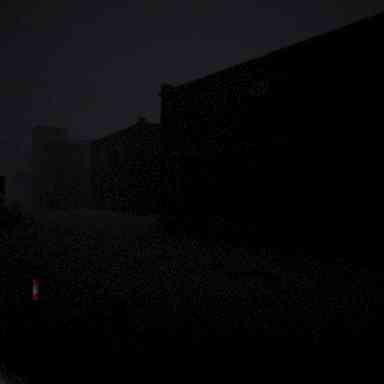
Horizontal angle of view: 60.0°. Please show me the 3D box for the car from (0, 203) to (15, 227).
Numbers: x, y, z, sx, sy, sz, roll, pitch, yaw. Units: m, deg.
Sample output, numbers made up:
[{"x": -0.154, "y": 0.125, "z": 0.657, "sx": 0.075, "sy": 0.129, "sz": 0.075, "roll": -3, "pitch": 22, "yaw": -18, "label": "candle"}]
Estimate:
[{"x": -16.952, "y": 1.637, "z": 26.368, "sx": 4.553, "sy": 1.767, "sz": 2.185, "roll": 1, "pitch": -1, "yaw": -35, "label": "car"}]
